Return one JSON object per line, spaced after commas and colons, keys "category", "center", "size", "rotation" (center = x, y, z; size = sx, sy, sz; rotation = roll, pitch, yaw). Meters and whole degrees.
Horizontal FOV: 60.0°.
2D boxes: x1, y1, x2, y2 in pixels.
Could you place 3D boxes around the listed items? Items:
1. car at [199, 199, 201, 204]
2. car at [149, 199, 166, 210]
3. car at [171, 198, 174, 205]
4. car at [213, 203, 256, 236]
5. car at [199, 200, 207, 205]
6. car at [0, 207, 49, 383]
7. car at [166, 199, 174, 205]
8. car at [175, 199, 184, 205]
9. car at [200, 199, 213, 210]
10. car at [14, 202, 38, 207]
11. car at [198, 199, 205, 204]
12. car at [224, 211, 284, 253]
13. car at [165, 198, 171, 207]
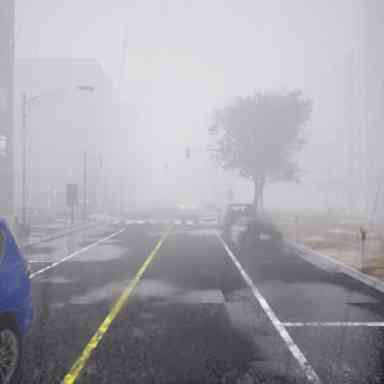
{"category": "car", "center": [2.667, 2.246, 63.527], "size": [1.752, 1.417, 4.829], "rotation": [0, -1, 0]}
{"category": "car", "center": [-5.709, 2.137, 52.289], "size": [2.008, 1.369, 4.403], "rotation": [0, -1, 0]}
{"category": "car", "center": [-5.717, 2.293, 74.420], "size": [1.967, 1.590, 4.097], "rotation": [0, -1, 0]}
{"category": "car", "center": [2.685, 1.535, 19.909], "size": [2.192, 1.841, 5.009], "rotation": [0, -1, 0]}
{"category": "car", "center": [2.661, 2.504, 79.953], "size": [1.802, 1.307, 4.206], "rotation": [0, -1, 0]}
{"category": "car", "center": [-3.100, 1.245, 2.070], "size": [2.150, 2.045, 5.566], "rotation": [0, -1, 0]}
{"category": "car", "center": [-5.722, 2.571, 85.482], "size": [1.802, 1.307, 4.206], "rotation": [0, -1, 0]}
{"category": "car", "center": [-3.031, 2.464, 80.344], "size": [2.033, 1.411, 5.357], "rotation": [0, -1, 0]}
{"category": "car", "center": [2.672, 2.132, 52.292], "size": [1.887, 1.381, 4.507], "rotation": [0, -1, 0]}
{"category": "car", "center": [-16.438, 1.702, 32.883], "size": [4.403, 1.369, 2.008], "rotation": [1, -2, -1]}
{"category": "car", "center": [2.656, 2.586, 91.188], "size": [1.752, 1.417, 4.829], "rotation": [0, -1, 0]}
{"category": "car", "center": [2.687, 1.725, 14.383], "size": [1.947, 1.339, 4.313], "rotation": [0, -1, 0]}
{"category": "car", "center": [-5.713, 2.269, 63.354], "size": [2.008, 1.369, 4.403], "rotation": [0, -1, 0]}
